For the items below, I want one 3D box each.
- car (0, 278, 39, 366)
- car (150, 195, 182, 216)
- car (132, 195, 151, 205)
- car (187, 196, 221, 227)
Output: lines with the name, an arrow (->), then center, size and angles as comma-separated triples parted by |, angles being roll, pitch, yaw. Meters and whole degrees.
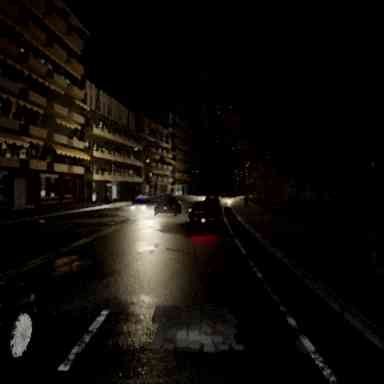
car -> -3.103, 1.468, 2.801 | 1.837, 1.490, 4.892 | 0, 1, 0
car -> -2.020, 1.254, 28.876 | 1.994, 1.385, 4.181 | 0, 1, 4
car -> -7.033, 1.110, 47.191 | 1.895, 1.301, 4.718 | 0, 1, 7
car -> 0.736, 1.277, 20.878 | 1.837, 1.490, 4.892 | 0, 1, 3
